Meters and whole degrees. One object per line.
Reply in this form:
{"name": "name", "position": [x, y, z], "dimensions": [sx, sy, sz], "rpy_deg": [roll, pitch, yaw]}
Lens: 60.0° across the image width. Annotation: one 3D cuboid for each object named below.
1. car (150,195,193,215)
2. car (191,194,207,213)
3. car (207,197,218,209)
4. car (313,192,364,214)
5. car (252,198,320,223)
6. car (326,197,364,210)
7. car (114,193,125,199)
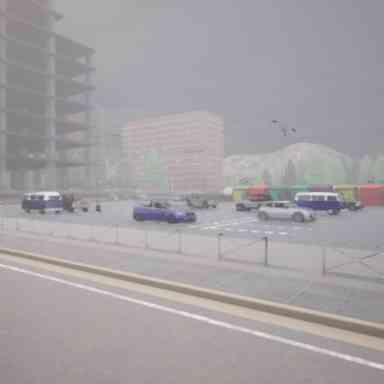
{"name": "car", "position": [-2.298, 1.365, 36.867], "dimensions": [3.806, 1.475, 1.970], "rpy_deg": [0, 0, 36]}
{"name": "car", "position": [-0.608, 1.333, 39.217], "dimensions": [3.905, 1.438, 1.784], "rpy_deg": [0, 0, 36]}
{"name": "car", "position": [0.917, 1.123, 41.426], "dimensions": [4.605, 1.855, 1.932], "rpy_deg": [0, 0, 36]}
{"name": "car", "position": [16.388, 1.144, 37.145], "dimensions": [4.605, 1.855, 1.932], "rpy_deg": [0, 0, 36]}
{"name": "car", "position": [6.601, 1.385, 23.370], "dimensions": [3.806, 1.475, 1.970], "rpy_deg": [0, 0, 36]}
{"name": "car", "position": [18.130, 1.354, 39.460], "dimensions": [3.905, 1.438, 1.784], "rpy_deg": [0, 0, 36]}
{"name": "car", "position": [-20.551, 1.190, 93.246], "dimensions": [1.851, 1.617, 3.988], "rpy_deg": [0, 0, 36]}
